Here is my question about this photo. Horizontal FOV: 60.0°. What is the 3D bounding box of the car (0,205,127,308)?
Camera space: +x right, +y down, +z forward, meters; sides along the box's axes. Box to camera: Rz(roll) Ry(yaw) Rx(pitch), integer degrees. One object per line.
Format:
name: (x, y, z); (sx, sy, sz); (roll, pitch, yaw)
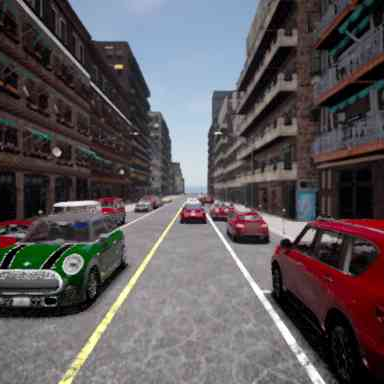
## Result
car: (-3.024, 1.365, 8.180); (2.097, 1.767, 4.553); (0, 0, 1)

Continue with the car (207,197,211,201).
car: (2.680, 1.585, 33.711); (1.752, 1.417, 4.829); (-1, 0, 0)

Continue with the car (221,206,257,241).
car: (2.680, 1.610, 16.549); (1.802, 1.307, 4.206); (-1, 0, 0)

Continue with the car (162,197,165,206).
car: (-5.702, 1.532, 50.564); (1.967, 1.590, 4.097); (-1, 0, 0)

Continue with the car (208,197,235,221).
car: (2.679, 1.489, 27.877); (1.967, 1.590, 4.097); (-1, 0, 0)

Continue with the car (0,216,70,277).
car: (-5.670, 1.601, 10.915); (1.802, 1.307, 4.206); (-1, 0, 0)

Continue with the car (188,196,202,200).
car: (0.101, 1.609, 46.180); (1.812, 1.442, 4.674); (0, 0, 0)

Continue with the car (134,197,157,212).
car: (-5.700, 1.621, 39.236); (2.008, 1.369, 4.403); (-1, 0, 0)

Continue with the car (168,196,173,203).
car: (-5.701, 1.663, 73.050); (1.752, 1.417, 4.829); (-1, 0, 0)

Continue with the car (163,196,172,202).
car: (-5.700, 1.675, 78.714); (1.752, 1.417, 4.829); (-1, 0, 0)

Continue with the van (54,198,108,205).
van: (-5.685, 1.370, 16.581); (1.690, 1.788, 3.998); (-1, 0, 0)

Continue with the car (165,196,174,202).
car: (-5.701, 1.687, 84.378); (1.752, 1.417, 4.829); (-1, 0, 0)

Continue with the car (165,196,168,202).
car: (-5.700, 1.669, 56.227); (1.947, 1.339, 4.313); (-1, 0, 0)

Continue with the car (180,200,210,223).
car: (0.101, 1.609, 26.408); (1.994, 1.385, 4.181); (0, 0, 0)

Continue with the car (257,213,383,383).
car: (2.677, 1.324, 5.222); (2.192, 1.841, 5.009); (-1, 0, 0)

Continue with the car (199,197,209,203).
car: (2.680, 1.704, 73.187); (1.947, 1.339, 4.313); (-1, 0, 0)

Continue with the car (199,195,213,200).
car: (2.677, 1.418, 56.196); (2.192, 1.841, 5.009); (-1, 0, 0)

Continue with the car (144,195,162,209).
car: (-5.703, 1.396, 44.901); (2.192, 1.841, 5.009); (-1, 0, 0)

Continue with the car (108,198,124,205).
car: (-5.713, 1.354, 22.244); (2.192, 1.841, 5.009); (-1, 0, 0)

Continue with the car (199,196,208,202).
car: (2.681, 1.732, 78.851); (1.802, 1.307, 4.206); (-1, 0, 0)
